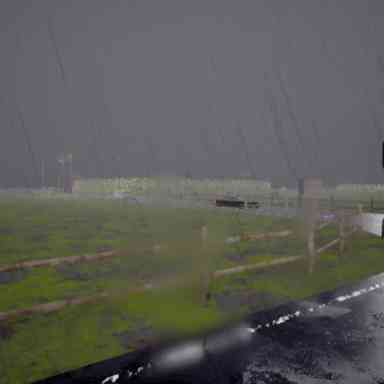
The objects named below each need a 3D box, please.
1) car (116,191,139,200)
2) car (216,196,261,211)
[{"bbox_3d":[-10.027,0.572,51.563,1.895,1.301,4.718,0,1,-35],"label":"car"},{"bbox_3d":[4.277,1.015,31.526,1.895,1.301,4.718,0,1,-36],"label":"car"}]
